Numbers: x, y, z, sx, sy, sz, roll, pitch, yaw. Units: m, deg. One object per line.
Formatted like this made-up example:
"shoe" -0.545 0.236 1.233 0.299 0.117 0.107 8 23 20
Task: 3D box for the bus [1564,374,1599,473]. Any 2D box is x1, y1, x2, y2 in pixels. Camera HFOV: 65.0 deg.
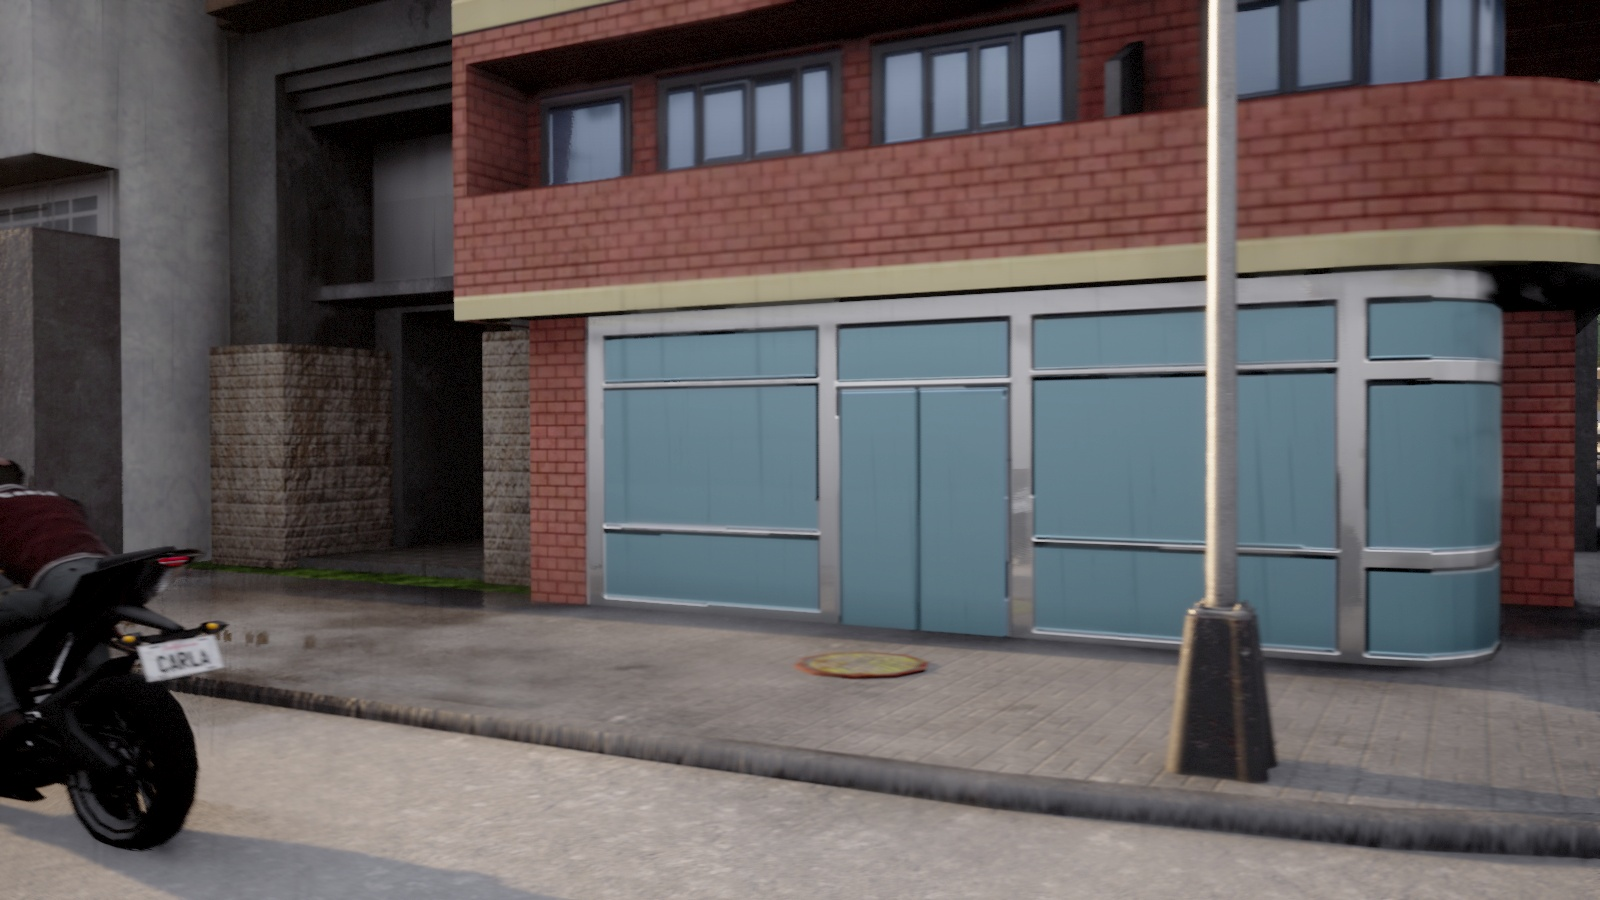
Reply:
"bus" 39.683 -1.152 55.292 10.273 4.253 3.944 0 -2 -11

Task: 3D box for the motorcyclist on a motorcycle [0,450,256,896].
"motorcyclist on a motorcycle" -3.400 0.776 5.264 2.191 1.530 0.866 1 1 27
